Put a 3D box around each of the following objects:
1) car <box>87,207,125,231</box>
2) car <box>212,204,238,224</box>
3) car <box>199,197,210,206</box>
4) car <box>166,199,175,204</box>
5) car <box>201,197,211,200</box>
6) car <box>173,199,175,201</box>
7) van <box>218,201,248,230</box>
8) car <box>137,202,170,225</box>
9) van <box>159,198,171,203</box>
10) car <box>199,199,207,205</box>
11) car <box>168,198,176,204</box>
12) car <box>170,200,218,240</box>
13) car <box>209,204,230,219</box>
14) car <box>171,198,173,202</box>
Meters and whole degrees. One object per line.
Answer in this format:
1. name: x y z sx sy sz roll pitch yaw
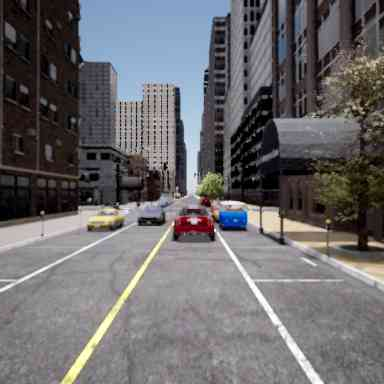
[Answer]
1. car: -5.684 1.730 22.328 1.752 1.417 4.829 0 -1 0
2. car: 2.697 1.786 28.329 1.752 1.417 4.829 0 -1 0
3. car: 2.709 2.036 71.734 2.192 1.841 5.009 0 -1 0
4. car: -5.665 2.461 88.302 2.008 1.369 4.403 0 -1 0
5. car: 2.707 1.975 66.210 2.192 1.841 5.009 0 -1 0
6. car: -5.667 2.287 82.781 1.967 1.590 4.097 0 -1 0
7. van: 2.696 1.547 22.497 1.690 1.788 3.998 0 -1 0
8. car: -3.053 1.789 26.270 2.033 1.411 5.357 0 -1 0
9. van: -5.672 2.001 66.210 1.690 1.788 3.998 0 -1 0
10. car: 2.713 2.412 82.779 1.947 1.339 4.313 0 -1 0
11. car: -5.664 2.526 93.826 2.008 1.369 4.403 0 -1 0
12. car: 0.106 1.521 18.339 2.097 1.767 4.553 0 0 0
13. car: 2.699 1.897 33.821 1.802 1.307 4.206 0 -1 0
14. car: -5.670 2.161 71.732 1.967 1.590 4.097 0 -1 0
